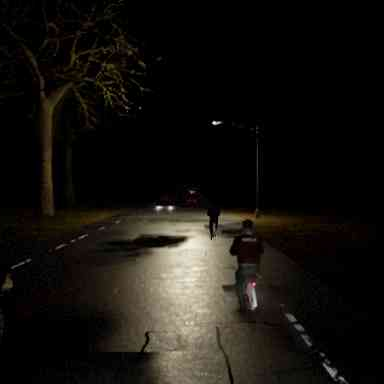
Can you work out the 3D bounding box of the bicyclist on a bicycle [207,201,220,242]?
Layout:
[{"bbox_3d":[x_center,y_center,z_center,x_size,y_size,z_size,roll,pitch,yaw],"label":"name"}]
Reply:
[{"bbox_3d":[0.966,1.290,14.962,0.659,1.776,1.843,0,1,0],"label":"bicyclist on a bicycle"}]

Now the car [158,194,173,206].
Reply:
[{"bbox_3d":[-3.589,1.033,45.512,1.882,1.535,5.008,0,1,0],"label":"car"}]

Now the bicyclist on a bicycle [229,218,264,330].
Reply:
[{"bbox_3d":[0.965,1.347,5.971,0.659,1.776,1.843,0,0,0],"label":"bicyclist on a bicycle"}]

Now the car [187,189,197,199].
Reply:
[{"bbox_3d":[0.009,0.643,65.167,2.128,1.511,4.902,0,1,0],"label":"car"}]

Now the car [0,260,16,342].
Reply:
[{"bbox_3d":[-3.599,1.481,3.092,2.128,1.511,4.902,0,0,0],"label":"car"}]
